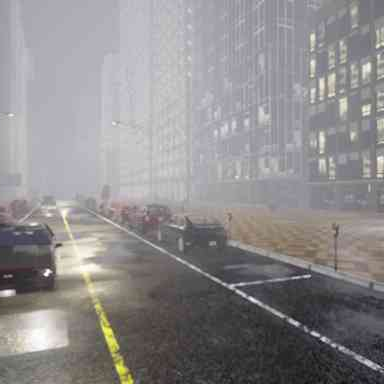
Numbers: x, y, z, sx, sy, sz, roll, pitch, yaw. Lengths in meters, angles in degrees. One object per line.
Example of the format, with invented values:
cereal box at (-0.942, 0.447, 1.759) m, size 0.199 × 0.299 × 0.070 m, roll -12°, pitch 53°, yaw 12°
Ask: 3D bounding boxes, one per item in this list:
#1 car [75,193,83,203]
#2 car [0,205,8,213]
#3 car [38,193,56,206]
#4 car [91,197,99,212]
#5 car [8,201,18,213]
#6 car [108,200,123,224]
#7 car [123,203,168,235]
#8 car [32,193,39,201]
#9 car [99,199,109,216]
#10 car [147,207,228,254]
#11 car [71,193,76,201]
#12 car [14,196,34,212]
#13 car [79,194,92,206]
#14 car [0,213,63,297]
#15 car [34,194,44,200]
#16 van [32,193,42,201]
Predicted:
car at (-19.837, 1.353, 60.749) m, size 1.752 × 1.417 × 4.829 m, roll 0°, pitch 0°, yaw -23°
car at (-10.053, 1.500, 15.370) m, size 2.008 × 1.369 × 4.403 m, roll 0°, pitch 0°, yaw -23°
car at (-21.545, 1.204, 50.017) m, size 2.097 × 1.767 × 4.553 m, roll 0°, pitch 0°, yaw -23°
car at (-8.856, 1.451, 34.325) m, size 2.008 × 1.369 × 4.403 m, roll 0°, pitch 0°, yaw -23°
car at (-12.236, 1.478, 20.623) m, size 1.887 × 1.381 × 4.507 m, roll 0°, pitch 0°, yaw -23°
car at (-4.489, 1.476, 23.819) m, size 1.887 × 1.381 × 4.507 m, roll 0°, pitch 0°, yaw -23°
car at (-2.305, 1.387, 18.565) m, size 1.967 × 1.590 × 4.097 m, roll 0°, pitch 0°, yaw -23°
car at (-31.886, 1.354, 67.904) m, size 2.008 × 1.369 × 4.403 m, roll 0°, pitch 0°, yaw -23°
car at (-6.673, 1.497, 29.072) m, size 1.802 × 1.307 × 4.206 m, roll 0°, pitch 0°, yaw -23°
car at (-0.123, 1.514, 13.312) m, size 2.008 × 1.369 × 4.403 m, roll 0°, pitch 0°, yaw -23°
car at (-24.137, 1.115, 71.098) m, size 2.192 × 1.841 × 5.009 m, roll 0°, pitch 0°, yaw -23°
car at (-18.786, 1.432, 36.384) m, size 1.887 × 1.381 × 4.507 m, roll 0°, pitch 0°, yaw -23°
car at (-15.405, 1.422, 50.085) m, size 1.947 × 1.339 × 4.313 m, roll 0°, pitch 0°, yaw -23°
car at (-4.503, 1.519, 8.756) m, size 2.033 × 1.411 × 5.357 m, roll 0°, pitch 0°, yaw -22°
car at (-38.436, 1.315, 83.665) m, size 2.008 × 1.369 × 4.403 m, roll 0°, pitch 0°, yaw -23°
van at (-34.068, 1.131, 73.158) m, size 1.690 × 1.788 × 3.998 m, roll 0°, pitch 0°, yaw -23°
